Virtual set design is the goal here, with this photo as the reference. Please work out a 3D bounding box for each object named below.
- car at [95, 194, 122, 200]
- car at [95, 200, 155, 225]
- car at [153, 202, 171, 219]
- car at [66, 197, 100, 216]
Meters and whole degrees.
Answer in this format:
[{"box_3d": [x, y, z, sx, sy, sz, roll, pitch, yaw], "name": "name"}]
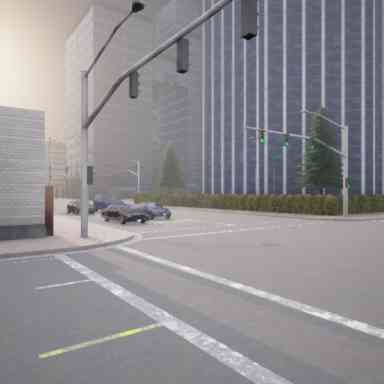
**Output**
[{"box_3d": [-9.293, 1.274, 36.983, 2.150, 2.045, 5.566, 0, 0, -36], "name": "car"}, {"box_3d": [-5.218, 1.603, 25.304, 2.033, 1.411, 5.357, 0, 0, -36], "name": "car"}, {"box_3d": [-3.626, 1.581, 29.119, 1.812, 1.442, 4.674, 0, 0, -36], "name": "car"}, {"box_3d": [-11.362, 1.560, 33.861, 1.837, 1.490, 4.892, 0, 0, -36], "name": "car"}]
